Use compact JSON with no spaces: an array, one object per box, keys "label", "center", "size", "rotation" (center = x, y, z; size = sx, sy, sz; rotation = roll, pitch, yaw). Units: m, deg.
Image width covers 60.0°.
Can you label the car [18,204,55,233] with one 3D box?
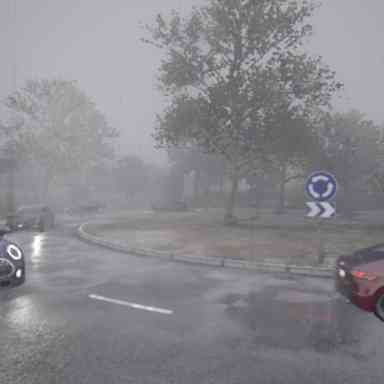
[{"label":"car","center":[-9.313,1.490,19.429],"size":[1.837,1.490,4.892],"rotation":[-1,0,-12]}]

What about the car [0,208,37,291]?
[{"label":"car","center":[-5.873,1.333,8.176],"size":[4.553,1.767,2.097],"rotation":[0,0,44]}]

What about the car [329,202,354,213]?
[{"label":"car","center":[16.636,1.831,39.789],"size":[4.718,1.301,1.895],"rotation":[1,0,31]}]

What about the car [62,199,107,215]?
[{"label":"car","center":[-10.785,1.497,33.558],"size":[2.128,1.511,4.902],"rotation":[0,0,29]}]

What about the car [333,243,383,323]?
[{"label":"car","center":[4.963,1.601,6.302],"size":[4.181,1.385,1.994],"rotation":[1,0,10]}]

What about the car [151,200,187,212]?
[{"label":"car","center":[-2.654,1.578,38.405],"size":[4.181,1.385,1.994],"rotation":[0,0,-35]}]
